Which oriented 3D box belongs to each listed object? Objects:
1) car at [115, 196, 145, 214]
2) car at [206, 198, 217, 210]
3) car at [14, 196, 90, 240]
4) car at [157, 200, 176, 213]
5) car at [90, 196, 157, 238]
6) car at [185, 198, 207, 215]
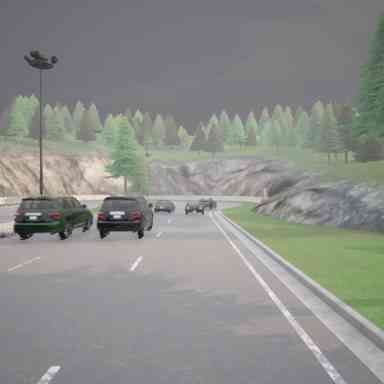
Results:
[{"bbox_3d":[-6.558,1.351,35.604,2.097,1.767,4.553,0,0,4],"label":"car"},{"bbox_3d":[2.096,1.490,44.102,2.128,1.511,4.902,0,0,14],"label":"car"},{"bbox_3d":[-6.901,1.221,17.157,2.150,2.045,5.566,0,0,0],"label":"car"},{"bbox_3d":[-2.973,1.563,36.658,1.994,1.385,4.181,0,0,4],"label":"car"},{"bbox_3d":[-3.400,1.221,17.806,2.150,2.045,5.566,0,0,0],"label":"car"},{"bbox_3d":[0.330,1.600,34.261,1.895,1.301,4.718,0,0,2],"label":"car"}]
